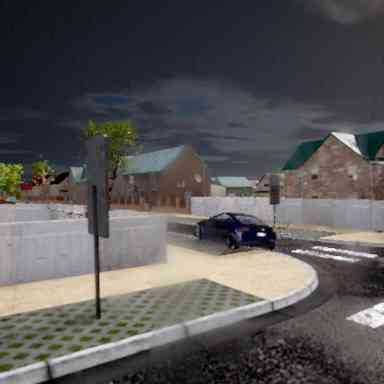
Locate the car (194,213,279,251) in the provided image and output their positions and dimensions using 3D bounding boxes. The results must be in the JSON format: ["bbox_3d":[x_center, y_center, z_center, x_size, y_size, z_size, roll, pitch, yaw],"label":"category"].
[{"bbox_3d":[1.735,1.564,14.055,1.994,1.385,4.181,4,-2,-25],"label":"car"}]
